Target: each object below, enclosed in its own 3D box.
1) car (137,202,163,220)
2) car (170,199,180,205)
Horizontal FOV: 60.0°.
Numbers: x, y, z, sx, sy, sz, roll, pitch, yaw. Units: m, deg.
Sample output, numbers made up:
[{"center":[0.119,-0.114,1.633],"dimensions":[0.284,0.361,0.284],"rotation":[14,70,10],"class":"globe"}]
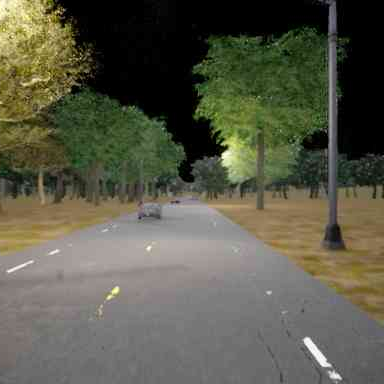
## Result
[{"center":[-3.598,1.643,29.329],"dimensions":[1.837,1.490,4.892],"rotation":[0,-1,0],"class":"car"},{"center":[-3.500,2.015,69.873],"dimensions":[1.895,1.301,4.718],"rotation":[0,0,0],"class":"car"}]
